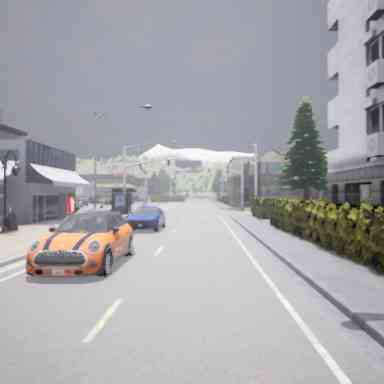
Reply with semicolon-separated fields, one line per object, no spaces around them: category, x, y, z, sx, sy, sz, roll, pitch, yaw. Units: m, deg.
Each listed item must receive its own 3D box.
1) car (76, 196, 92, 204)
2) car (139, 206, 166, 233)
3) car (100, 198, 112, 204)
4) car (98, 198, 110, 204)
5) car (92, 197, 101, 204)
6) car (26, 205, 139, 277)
car;-20.465;1.944;60.965;1.970;1.475;3.806;0;0;2
car;-2.839;1.664;21.463;1.882;1.535;5.008;0;-1;2
car;-16.574;2.072;67.890;2.007;1.523;4.514;0;0;2
car;-22.944;2.294;86.597;1.970;1.475;3.806;0;0;2
car;-23.183;1.956;78.124;1.932;1.855;4.605;0;0;2
car;-3.272;1.443;10.583;2.097;1.767;4.553;0;0;2
